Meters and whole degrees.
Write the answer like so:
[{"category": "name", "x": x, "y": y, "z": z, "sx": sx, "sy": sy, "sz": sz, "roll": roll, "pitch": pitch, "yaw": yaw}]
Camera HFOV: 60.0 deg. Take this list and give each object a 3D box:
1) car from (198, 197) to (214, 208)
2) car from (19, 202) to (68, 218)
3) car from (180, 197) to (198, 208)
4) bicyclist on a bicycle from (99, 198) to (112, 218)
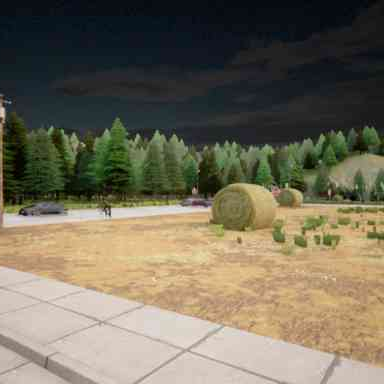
[{"category": "car", "x": 3.480, "y": 1.517, "z": 47.815, "sx": 2.128, "sy": 1.511, "sz": 4.902, "roll": 0, "pitch": 0, "yaw": 37}, {"category": "car", "x": -13.657, "y": 1.589, "z": 30.742, "sx": 1.994, "sy": 1.385, "sz": 4.181, "roll": 0, "pitch": 0, "yaw": 36}, {"category": "car", "x": 0.212, "y": 1.550, "z": 49.440, "sx": 1.812, "sy": 1.442, "sz": 4.674, "roll": 0, "pitch": 0, "yaw": 37}, {"category": "bicyclist on a bicycle", "x": -7.067, "y": 1.326, "z": 27.067, "sx": 1.656, "sy": 1.620, "sz": 0.582, "roll": 0, "pitch": 0, "yaw": 36}]
